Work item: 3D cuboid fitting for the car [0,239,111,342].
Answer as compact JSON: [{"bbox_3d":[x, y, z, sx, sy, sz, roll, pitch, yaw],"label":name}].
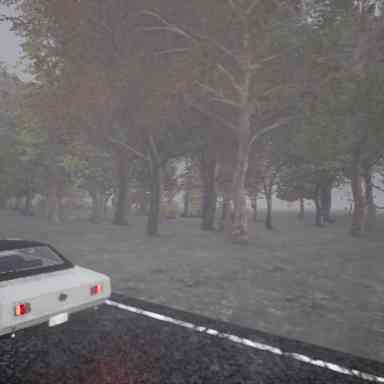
[{"bbox_3d":[-3.786,1.563,6.259,4.718,1.301,1.895,2,0,35],"label":"car"}]
